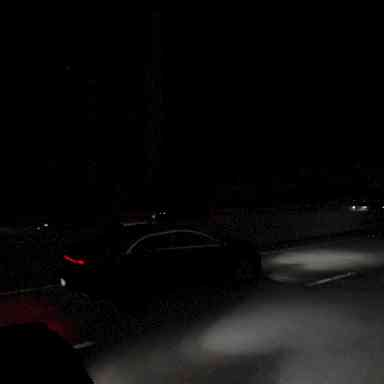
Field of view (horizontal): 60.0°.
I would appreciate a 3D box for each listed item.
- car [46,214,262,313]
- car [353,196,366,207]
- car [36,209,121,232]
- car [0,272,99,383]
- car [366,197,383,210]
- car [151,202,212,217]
[{"bbox_3d":[-0.477,1.490,7.704,4.902,1.511,2.128,0,0,-36],"label":"car"},{"bbox_3d":[27.944,1.483,55.154,2.097,1.767,4.553,0,0,31],"label":"car"},{"bbox_3d":[-5.730,1.562,17.113,4.181,1.385,1.994,0,0,-36],"label":"car"},{"bbox_3d":[-2.875,1.602,1.696,4.718,1.301,1.895,0,0,-35],"label":"car"},{"bbox_3d":[25.239,1.555,44.721,1.882,1.535,5.008,0,0,36],"label":"car"},{"bbox_3d":[-0.732,1.492,25.013,4.902,1.511,2.128,0,0,-36],"label":"car"}]
